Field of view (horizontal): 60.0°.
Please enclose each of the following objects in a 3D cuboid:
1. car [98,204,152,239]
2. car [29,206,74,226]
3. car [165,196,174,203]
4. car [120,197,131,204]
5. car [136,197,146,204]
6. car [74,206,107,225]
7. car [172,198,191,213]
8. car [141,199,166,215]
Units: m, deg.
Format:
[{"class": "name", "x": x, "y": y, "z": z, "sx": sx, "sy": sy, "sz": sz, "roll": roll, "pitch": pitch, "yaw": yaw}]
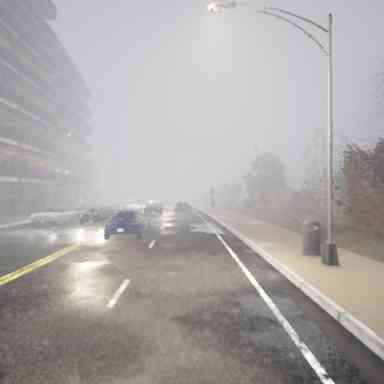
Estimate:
[{"class": "car", "x": -3.396, "y": 1.621, "z": 17.753, "sx": 1.812, "sy": 1.442, "sz": 4.674, "roll": 0, "pitch": 0, "yaw": -1}, {"class": "car", "x": -10.320, "y": 1.744, "z": 24.983, "sx": 1.895, "sy": 1.301, "sz": 4.718, "roll": 0, "pitch": 0, "yaw": -2}, {"class": "car", "x": -5.436, "y": 1.721, "z": 81.104, "sx": 2.097, "sy": 1.767, "sz": 4.553, "roll": 0, "pitch": 0, "yaw": -8}, {"class": "car", "x": -13.351, "y": 1.793, "z": 66.544, "sx": 1.812, "sy": 1.442, "sz": 4.674, "roll": 0, "pitch": 0, "yaw": -7}, {"class": "car", "x": -10.061, "y": 1.814, "z": 66.350, "sx": 2.128, "sy": 1.511, "sz": 4.902, "roll": 0, "pitch": 0, "yaw": -6}, {"class": "car", "x": -7.077, "y": 1.739, "z": 25.241, "sx": 1.895, "sy": 1.301, "sz": 4.718, "roll": 0, "pitch": 0, "yaw": -2}, {"class": "car", "x": -1.127, "y": 1.759, "z": 40.450, "sx": 1.994, "sy": 1.385, "sz": 4.181, "roll": 0, "pitch": 0, "yaw": -4}, {"class": "car", "x": -4.161, "y": 1.786, "z": 36.894, "sx": 1.895, "sy": 1.301, "sz": 4.718, "roll": 0, "pitch": 0, "yaw": -3}]
